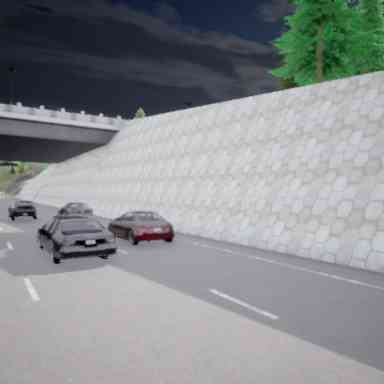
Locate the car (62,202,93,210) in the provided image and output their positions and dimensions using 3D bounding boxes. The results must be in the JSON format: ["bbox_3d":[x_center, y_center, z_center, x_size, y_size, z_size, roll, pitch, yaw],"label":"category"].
[{"bbox_3d":[-9.341,1.539,26.637,2.033,1.411,5.357,0,0,-32],"label":"car"}]

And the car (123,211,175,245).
[{"bbox_3d":[-2.501,1.565,15.758,1.994,1.385,4.181,0,0,-32],"label":"car"}]

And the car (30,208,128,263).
[{"bbox_3d":[-4.338,1.543,12.069,2.033,1.411,5.357,0,0,-32],"label":"car"}]

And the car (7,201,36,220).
[{"bbox_3d":[-14.234,1.484,27.901,1.837,1.490,4.892,0,0,-32],"label":"car"}]
